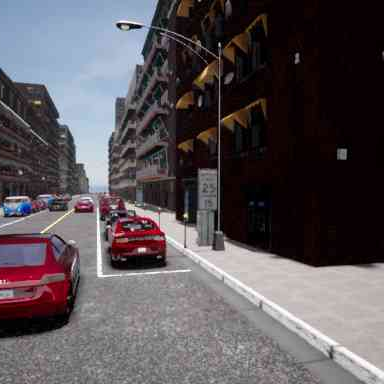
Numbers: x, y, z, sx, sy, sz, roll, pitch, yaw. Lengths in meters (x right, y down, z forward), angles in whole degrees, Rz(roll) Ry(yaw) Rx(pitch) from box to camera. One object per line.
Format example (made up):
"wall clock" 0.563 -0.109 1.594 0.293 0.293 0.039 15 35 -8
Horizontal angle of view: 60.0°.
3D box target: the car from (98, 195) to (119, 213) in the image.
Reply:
"car" -9.739 1.307 38.692 2.192 1.841 5.009 -1 0 -16

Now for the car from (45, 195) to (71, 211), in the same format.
"car" -16.049 1.492 40.118 1.837 1.490 4.892 0 0 -16

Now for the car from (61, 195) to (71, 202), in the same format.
"car" -30.235 1.428 79.996 1.967 1.590 4.097 -1 0 -16

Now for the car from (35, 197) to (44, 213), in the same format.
"car" -17.771 1.567 36.432 1.802 1.307 4.206 -1 0 -16

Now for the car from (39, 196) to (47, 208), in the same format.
"car" -19.327 1.567 41.878 1.802 1.307 4.206 -1 0 -16

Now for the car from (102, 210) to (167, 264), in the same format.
"car" -2.061 1.542 11.789 1.887 1.381 4.507 -1 0 -16

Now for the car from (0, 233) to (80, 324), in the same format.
"car" -3.507 1.561 7.091 1.994 1.385 4.181 0 0 -16

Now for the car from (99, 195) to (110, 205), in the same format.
"car" -15.953 1.432 60.479 1.967 1.590 4.097 -1 0 -16

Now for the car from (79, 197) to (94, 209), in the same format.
"car" -14.884 1.515 46.987 1.812 1.442 4.674 0 0 -16

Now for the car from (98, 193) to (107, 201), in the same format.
"car" -23.724 1.311 87.710 2.192 1.841 5.009 -1 0 -16

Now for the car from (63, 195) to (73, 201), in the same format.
"car" -31.788 1.556 85.443 1.947 1.339 4.313 -1 0 -16

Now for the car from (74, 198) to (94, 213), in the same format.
"car" -12.073 1.554 37.328 1.994 1.385 4.181 0 0 -15

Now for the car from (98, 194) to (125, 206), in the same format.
"car" -6.631 1.308 27.798 2.192 1.841 5.009 -1 0 -16

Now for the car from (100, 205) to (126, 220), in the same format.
"car" -3.520 1.562 16.907 1.947 1.339 4.313 -1 0 -16

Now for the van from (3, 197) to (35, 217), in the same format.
"van" -16.220 1.327 30.985 1.690 1.788 3.998 -1 0 -16

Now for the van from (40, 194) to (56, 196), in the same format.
"van" -20.896 1.326 47.321 1.690 1.788 3.998 -1 0 -16
